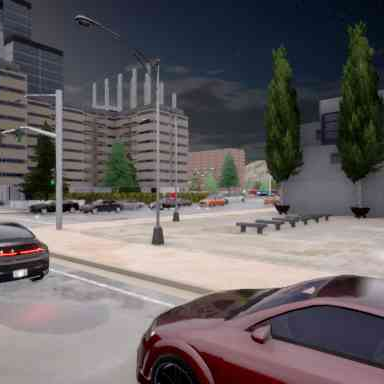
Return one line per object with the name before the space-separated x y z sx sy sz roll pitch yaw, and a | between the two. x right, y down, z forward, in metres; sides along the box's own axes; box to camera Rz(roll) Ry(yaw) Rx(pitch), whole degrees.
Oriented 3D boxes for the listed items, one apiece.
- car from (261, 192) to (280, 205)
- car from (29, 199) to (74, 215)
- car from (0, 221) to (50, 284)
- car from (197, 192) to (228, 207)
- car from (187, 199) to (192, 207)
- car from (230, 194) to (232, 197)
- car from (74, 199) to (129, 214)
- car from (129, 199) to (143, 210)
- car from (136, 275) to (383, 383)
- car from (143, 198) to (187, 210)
car | 14.417 1.352 57.585 2.097 1.767 4.553 0 0 40
car | -14.318 1.477 34.805 1.882 1.535 5.008 0 0 40
car | -5.557 1.505 8.734 4.892 1.490 1.837 0 0 40
car | 3.023 1.352 49.835 2.097 1.767 4.553 0 0 40
car | -1.846 1.564 49.516 1.994 1.385 4.181 0 0 40
car | 4.417 1.562 56.862 1.994 1.385 4.181 0 0 41
car | -9.461 1.505 35.123 1.837 1.490 4.892 0 0 40
car | -8.281 1.601 41.930 1.895 1.301 4.718 0 0 40
car | 1.422 1.564 3.226 4.181 1.385 1.994 0 0 37
car | -3.379 1.491 42.300 2.128 1.511 4.902 0 0 40
